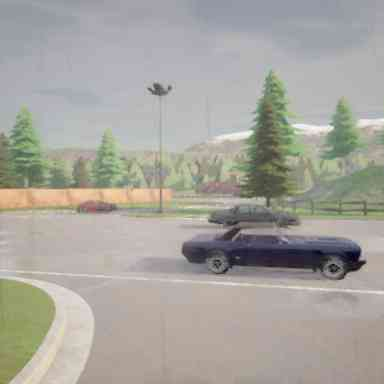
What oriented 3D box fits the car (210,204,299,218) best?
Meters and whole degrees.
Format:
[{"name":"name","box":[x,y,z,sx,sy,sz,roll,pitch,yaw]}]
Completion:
[{"name":"car","box":[3.646,1.434,19.823,5.357,1.411,2.033,0,0,13]}]

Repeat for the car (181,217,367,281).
[{"name":"car","box":[2.188,1.545,9.377,4.718,1.301,1.895,0,0,13]}]

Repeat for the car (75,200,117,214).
[{"name":"car","box":[-9.917,1.479,34.584,4.181,1.385,1.994,-1,0,-23]}]
